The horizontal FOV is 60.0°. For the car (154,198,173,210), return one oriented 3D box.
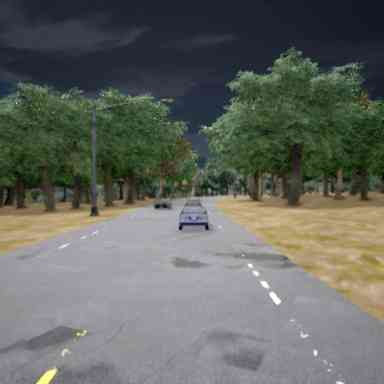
[{"bbox_3d":[-3.458,1.464,40.296,1.895,1.301,4.718,0,0,1],"label":"car"}]

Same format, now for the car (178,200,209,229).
[{"bbox_3d":[0.106,1.494,21.158,2.033,1.411,5.357,0,0,0],"label":"car"}]

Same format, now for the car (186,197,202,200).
[{"bbox_3d":[0.283,1.337,43.091,2.128,1.511,4.902,0,0,2],"label":"car"}]
